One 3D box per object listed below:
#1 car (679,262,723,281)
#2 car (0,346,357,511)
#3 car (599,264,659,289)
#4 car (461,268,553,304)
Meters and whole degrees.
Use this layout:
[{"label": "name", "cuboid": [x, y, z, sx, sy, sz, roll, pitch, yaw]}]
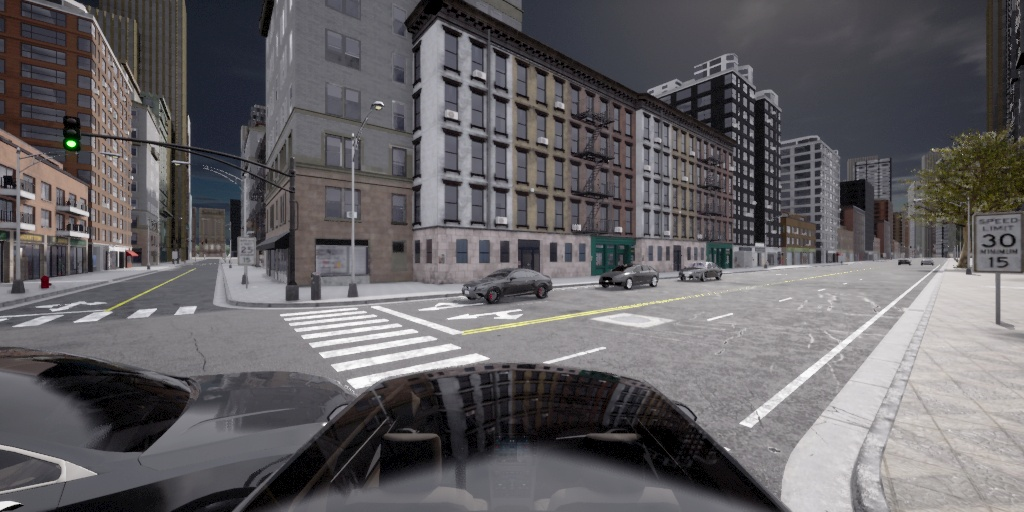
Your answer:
[{"label": "car", "cuboid": [15.538, 1.235, 29.467, 4.902, 1.511, 2.128, 0, 0, -39]}, {"label": "car", "cuboid": [-3.229, 1.257, 1.721, 4.892, 1.490, 1.837, 0, 0, -35]}, {"label": "car", "cuboid": [7.556, 1.258, 22.963, 4.892, 1.490, 1.837, 0, 0, -39]}, {"label": "car", "cuboid": [-0.109, 1.286, 16.706, 4.674, 1.442, 1.812, 0, 0, -39]}]
